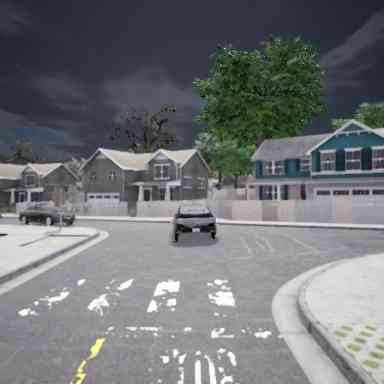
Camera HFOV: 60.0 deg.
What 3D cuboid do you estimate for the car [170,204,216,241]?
[{"bbox_3d":[-0.004,1.320,15.997,2.128,1.511,4.902,-1,0,-4],"label":"car"}]

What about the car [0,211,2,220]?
[{"bbox_3d":[-18.530,1.851,28.940,4.902,1.511,2.128,-2,-2,31],"label":"car"}]

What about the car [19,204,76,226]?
[{"bbox_3d":[-10.468,1.631,23.998,4.892,1.490,1.837,-2,-2,32],"label":"car"}]
